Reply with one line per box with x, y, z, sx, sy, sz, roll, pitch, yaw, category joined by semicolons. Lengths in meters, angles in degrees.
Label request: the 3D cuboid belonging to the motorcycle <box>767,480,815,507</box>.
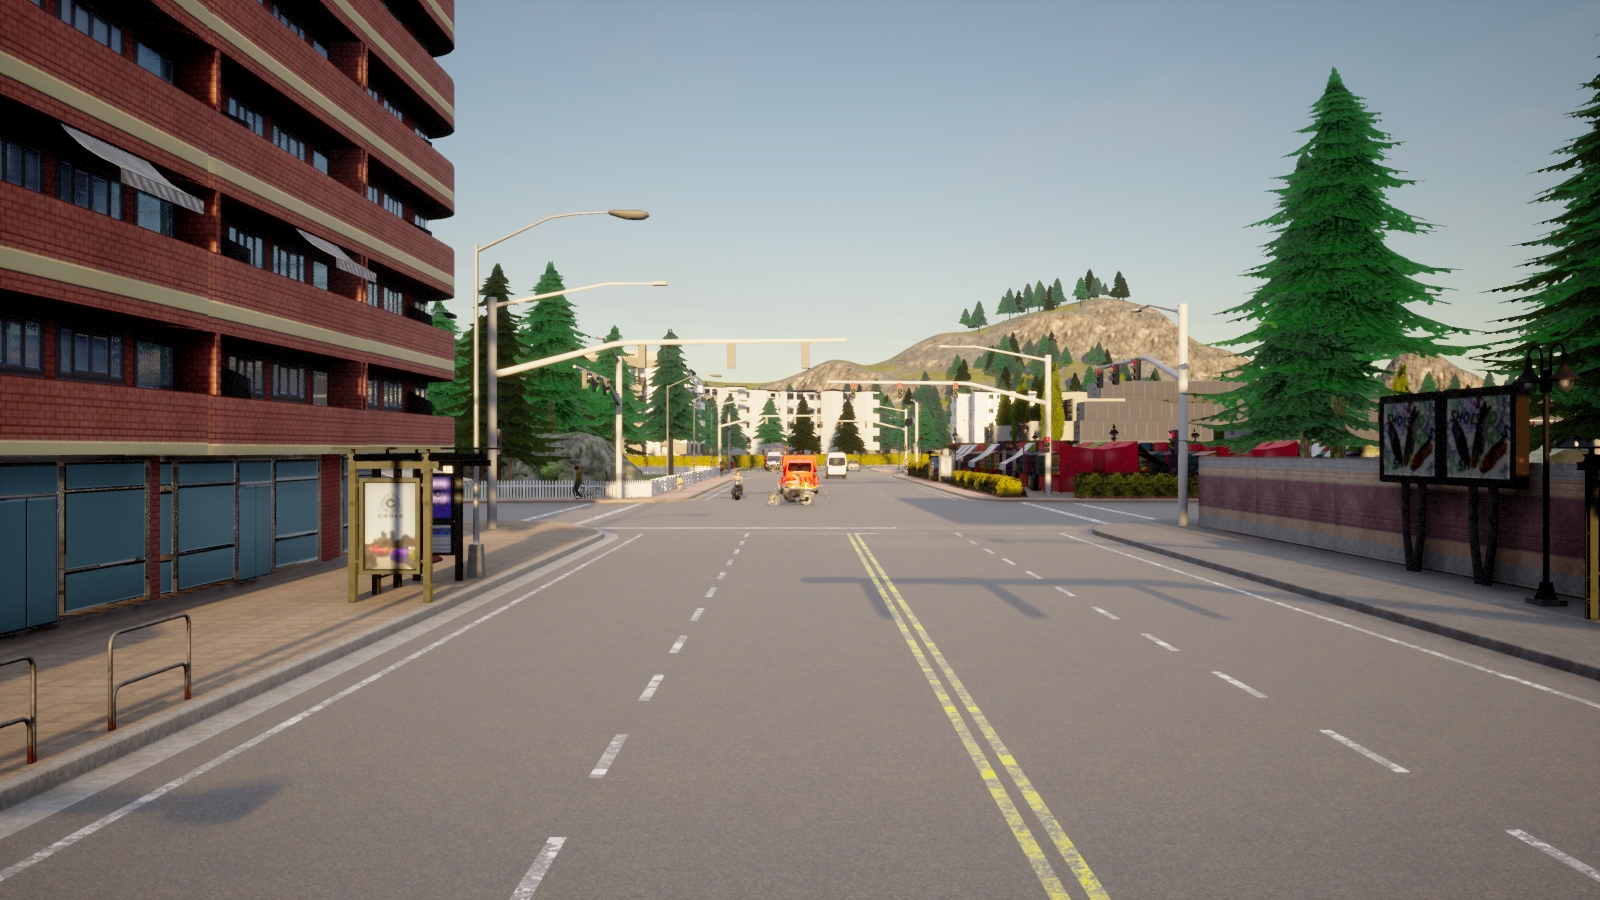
-0.464;2.144;56.553;2.356;1.307;0.764;0;0;0;motorcycle

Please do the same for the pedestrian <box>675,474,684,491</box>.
-7.736;2.079;73.529;0.500;1.100;0.500;0;0;0;pedestrian

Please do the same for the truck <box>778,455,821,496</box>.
-0.006;1.572;72.542;2.627;2.467;5.204;0;0;0;truck

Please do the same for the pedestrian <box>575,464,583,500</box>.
-11.450;1.644;59.193;0.375;1.860;0.375;0;0;-1;pedestrian
